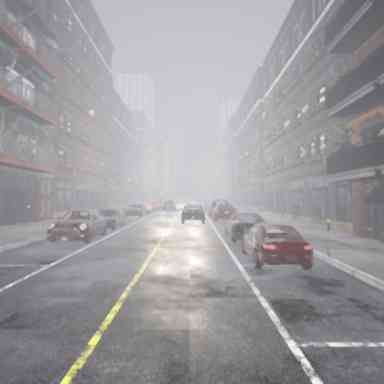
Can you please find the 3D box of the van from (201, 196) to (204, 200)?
[{"bbox_3d":[2.699,1.745,50.923,1.690,1.788,3.998,1,0,0],"label":"van"}]

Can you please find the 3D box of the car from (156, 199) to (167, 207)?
[{"bbox_3d":[-5.652,2.021,62.058,1.752,1.417,4.829,1,0,0],"label":"car"}]

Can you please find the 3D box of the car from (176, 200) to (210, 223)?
[{"bbox_3d":[0.096,1.704,27.148,2.128,1.511,4.902,0,-1,0],"label":"car"}]

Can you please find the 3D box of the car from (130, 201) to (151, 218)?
[{"bbox_3d":[-5.648,1.812,33.806,1.887,1.381,4.507,1,0,0],"label":"car"}]

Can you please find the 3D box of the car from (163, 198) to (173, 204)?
[{"bbox_3d":[-5.655,2.189,79.282,2.008,1.369,4.403,1,0,0],"label":"car"}]

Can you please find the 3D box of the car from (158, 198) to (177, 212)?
[{"bbox_3d":[-3.084,1.862,44.854,1.837,1.490,4.892,0,-1,0],"label":"car"}]

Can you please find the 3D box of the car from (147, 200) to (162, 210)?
[{"bbox_3d":[-5.650,1.928,50.690,1.752,1.417,4.829,1,0,0],"label":"car"}]

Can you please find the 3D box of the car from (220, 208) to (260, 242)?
[{"bbox_3d":[2.701,1.698,16.814,1.947,1.339,4.313,1,0,0],"label":"car"}]

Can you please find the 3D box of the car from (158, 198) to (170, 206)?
[{"bbox_3d":[-5.651,1.984,67.915,1.967,1.590,4.097,1,0,0],"label":"car"}]

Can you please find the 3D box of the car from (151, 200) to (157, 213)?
[{"bbox_3d":[-5.648,1.836,39.320,1.752,1.417,4.829,1,0,0],"label":"car"}]

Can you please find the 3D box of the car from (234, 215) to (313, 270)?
[{"bbox_3d":[2.702,1.670,11.129,1.802,1.307,4.206,1,0,0],"label":"car"}]

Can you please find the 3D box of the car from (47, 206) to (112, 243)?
[{"bbox_3d":[-5.643,1.572,16.753,1.967,1.590,4.097,1,0,0],"label":"car"}]

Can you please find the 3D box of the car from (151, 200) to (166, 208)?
[{"bbox_3d":[-5.652,2.016,56.544,1.947,1.339,4.313,1,0,0],"label":"car"}]

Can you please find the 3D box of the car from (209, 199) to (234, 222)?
[{"bbox_3d":[2.702,1.662,28.184,1.967,1.590,4.097,1,0,0],"label":"car"}]

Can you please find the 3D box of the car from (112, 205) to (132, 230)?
[{"bbox_3d":[-5.647,1.743,22.437,1.947,1.339,4.313,1,0,0],"label":"car"}]

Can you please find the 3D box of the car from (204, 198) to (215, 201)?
[{"bbox_3d":[2.703,1.582,33.869,2.192,1.841,5.009,1,0,0],"label":"car"}]

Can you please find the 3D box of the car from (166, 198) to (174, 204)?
[{"bbox_3d":[-5.657,2.268,84.967,1.802,1.307,4.206,1,0,0],"label":"car"}]
